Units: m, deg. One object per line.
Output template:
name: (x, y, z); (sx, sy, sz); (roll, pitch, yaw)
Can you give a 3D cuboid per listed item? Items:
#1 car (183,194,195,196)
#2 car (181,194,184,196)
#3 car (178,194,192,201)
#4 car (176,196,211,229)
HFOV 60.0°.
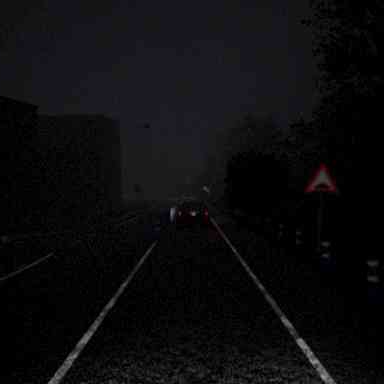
car: (0.078, 1.453, 49.780); (2.128, 1.511, 4.902); (0, 0, 0)
car: (-0.298, 1.193, 61.092); (2.097, 1.767, 4.553); (-1, 1, -7)
car: (-1.602, 1.163, 70.934); (1.895, 1.301, 4.718); (-2, 2, -16)
car: (0.094, 1.328, 21.797); (2.097, 1.767, 4.553); (0, 0, 0)
